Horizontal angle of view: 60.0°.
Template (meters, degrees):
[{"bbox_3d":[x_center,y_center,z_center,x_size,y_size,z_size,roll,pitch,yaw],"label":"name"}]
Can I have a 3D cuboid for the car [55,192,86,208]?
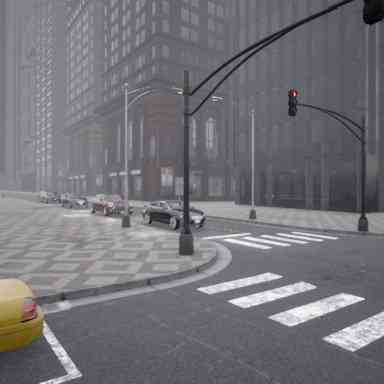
[{"bbox_3d":[-12.360,0.856,34.803,2.128,1.511,4.902,0,1,-36],"label":"car"}]

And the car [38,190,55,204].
[{"bbox_3d":[-18.376,0.690,43.219,1.837,1.490,4.892,0,1,-35],"label":"car"}]

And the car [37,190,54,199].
[{"bbox_3d":[-26.373,0.397,59.735,1.837,1.490,4.892,0,1,-36],"label":"car"}]

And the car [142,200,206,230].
[{"bbox_3d":[-1.140,1.207,19.200,2.128,1.511,4.902,0,1,-36],"label":"car"}]

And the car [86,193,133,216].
[{"bbox_3d":[-6.474,0.898,26.617,2.097,1.767,4.553,0,1,-35],"label":"car"}]

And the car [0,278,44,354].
[{"bbox_3d":[-4.285,1.525,3.594,4.829,1.417,1.752,0,0,-35],"label":"car"}]
